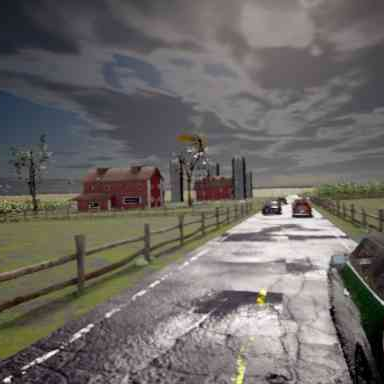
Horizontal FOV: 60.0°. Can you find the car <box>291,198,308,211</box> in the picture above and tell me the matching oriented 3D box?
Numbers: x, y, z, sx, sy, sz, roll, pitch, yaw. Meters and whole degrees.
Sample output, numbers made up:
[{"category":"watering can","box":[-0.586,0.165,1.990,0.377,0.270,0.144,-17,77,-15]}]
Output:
[{"category":"car","box":[13.715,1.560,42.521,1.882,1.535,5.008,-2,-1,17]}]

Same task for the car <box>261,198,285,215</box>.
[{"category":"car","box":[8.618,1.717,35.690,1.994,1.385,4.181,-2,-1,17]}]

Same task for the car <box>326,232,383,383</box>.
[{"category":"car","box":[3.079,1.309,4.464,2.097,1.767,4.553,-2,-1,17]}]

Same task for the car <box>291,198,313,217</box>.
[{"category":"car","box":[10.660,1.578,32.367,1.812,1.442,4.674,-2,-1,17]}]

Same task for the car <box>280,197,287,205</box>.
[{"category":"car","box":[17.044,1.759,63.007,1.812,1.442,4.674,-2,-1,17]}]
